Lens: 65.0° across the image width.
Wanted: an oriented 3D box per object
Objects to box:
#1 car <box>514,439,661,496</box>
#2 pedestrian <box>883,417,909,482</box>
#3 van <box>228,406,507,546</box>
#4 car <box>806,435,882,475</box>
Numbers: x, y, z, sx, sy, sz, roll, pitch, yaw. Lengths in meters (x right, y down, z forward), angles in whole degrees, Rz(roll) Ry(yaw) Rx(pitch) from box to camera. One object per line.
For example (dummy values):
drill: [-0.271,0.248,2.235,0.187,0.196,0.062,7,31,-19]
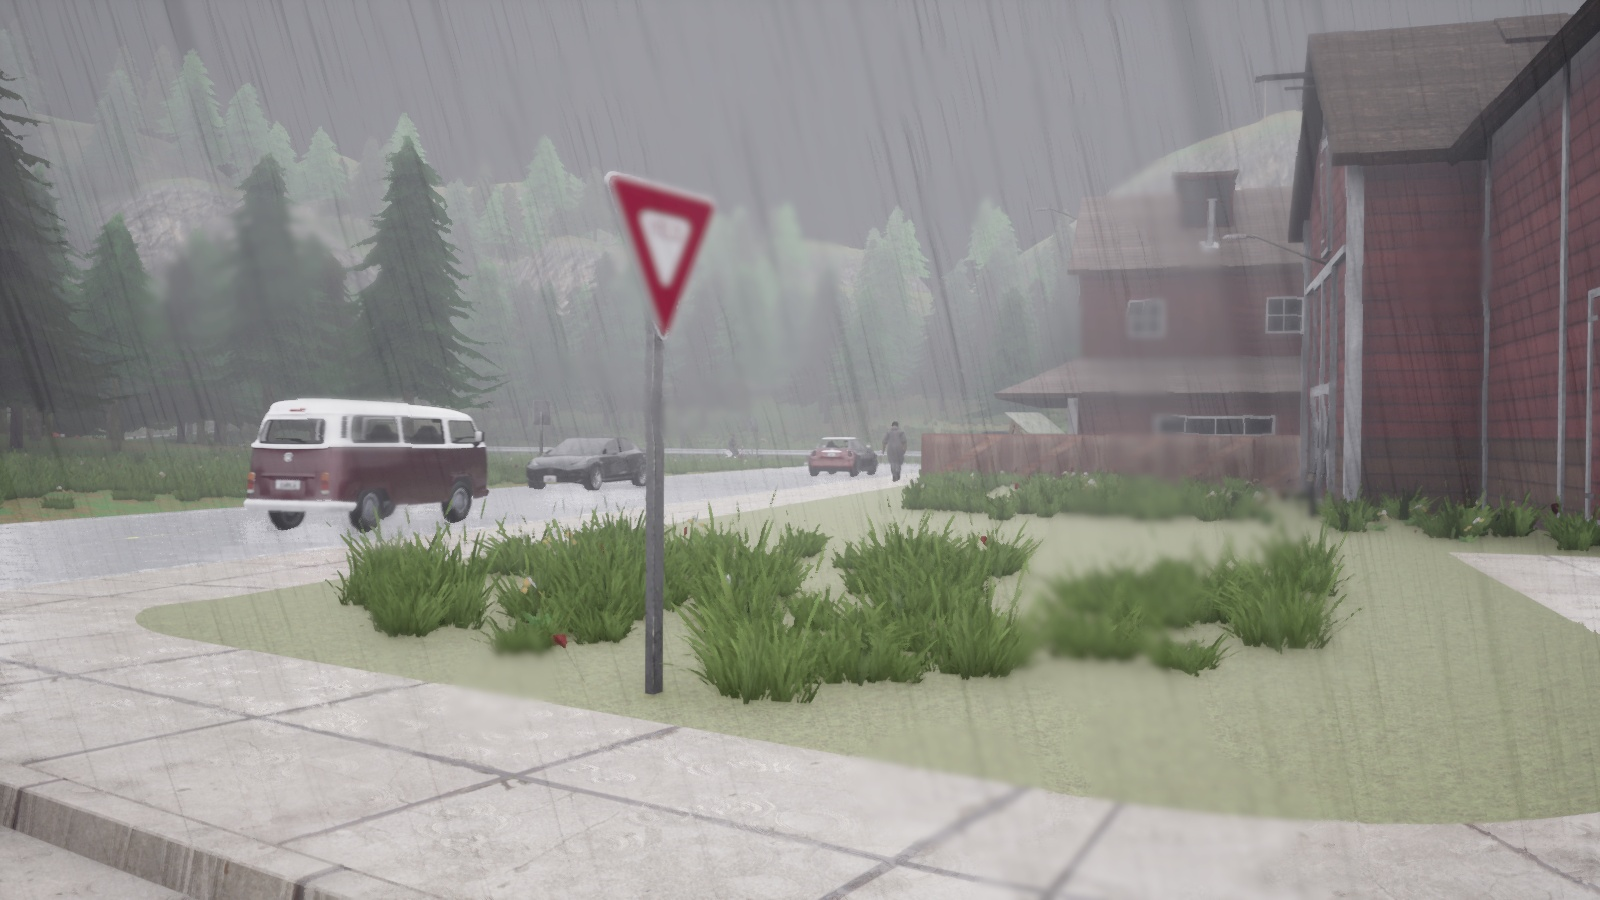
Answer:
car: [-5.927,0.444,35.664,2.163,1.488,4.792,0,1,17]
pedestrian: [2.927,-0.029,38.340,0.659,1.952,0.873,0,1,13]
van: [-6.938,0.358,20.734,2.069,2.038,4.480,0,1,17]
car: [1.726,0.174,48.383,1.970,1.475,3.806,0,1,17]
